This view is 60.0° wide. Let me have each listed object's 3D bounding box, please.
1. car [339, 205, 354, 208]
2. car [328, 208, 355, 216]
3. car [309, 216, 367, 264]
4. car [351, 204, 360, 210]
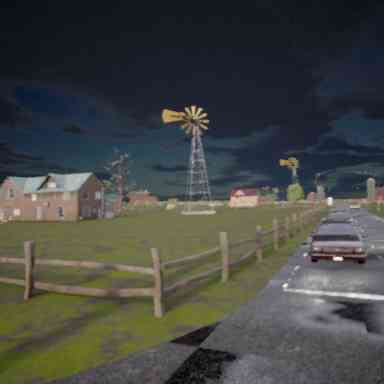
[{"bbox_3d":[15.713,2.411,35.333,2.128,1.511,4.902,-3,-2,25],"label":"car"},{"bbox_3d":[10.486,2.133,23.703,1.837,1.490,4.892,-3,-3,24],"label":"car"},{"bbox_3d":[5.975,1.918,13.630,2.033,1.411,5.357,-3,-2,24],"label":"car"},{"bbox_3d":[35.830,3.244,73.387,1.895,1.301,4.718,-3,-2,24],"label":"car"}]
